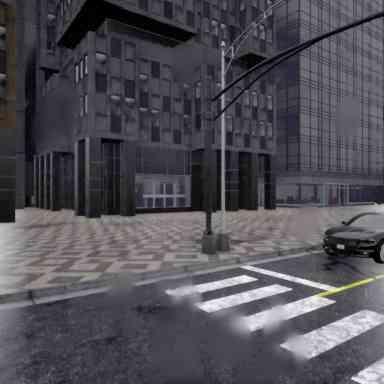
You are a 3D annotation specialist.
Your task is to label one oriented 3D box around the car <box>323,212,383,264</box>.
[{"bbox_3d":[6.754,1.467,12.029,5.008,1.535,1.882,0,0,-36],"label":"car"}]
